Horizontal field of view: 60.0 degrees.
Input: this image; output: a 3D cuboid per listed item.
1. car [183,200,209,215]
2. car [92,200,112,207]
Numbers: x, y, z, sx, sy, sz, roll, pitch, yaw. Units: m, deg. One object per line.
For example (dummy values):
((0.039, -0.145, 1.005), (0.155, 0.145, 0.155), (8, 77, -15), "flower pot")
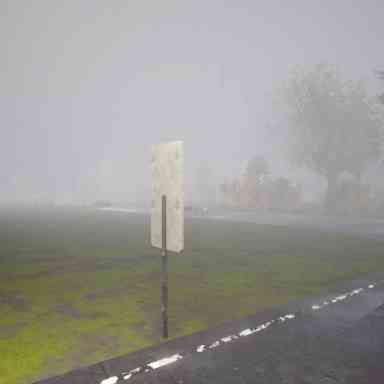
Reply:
((-0.109, 1.675, 36.613), (2.128, 1.511, 4.902), (0, 0, -38), "car")
((-15.467, 1.940, 57.112), (1.895, 1.301, 4.718), (0, 0, -36), "car")
